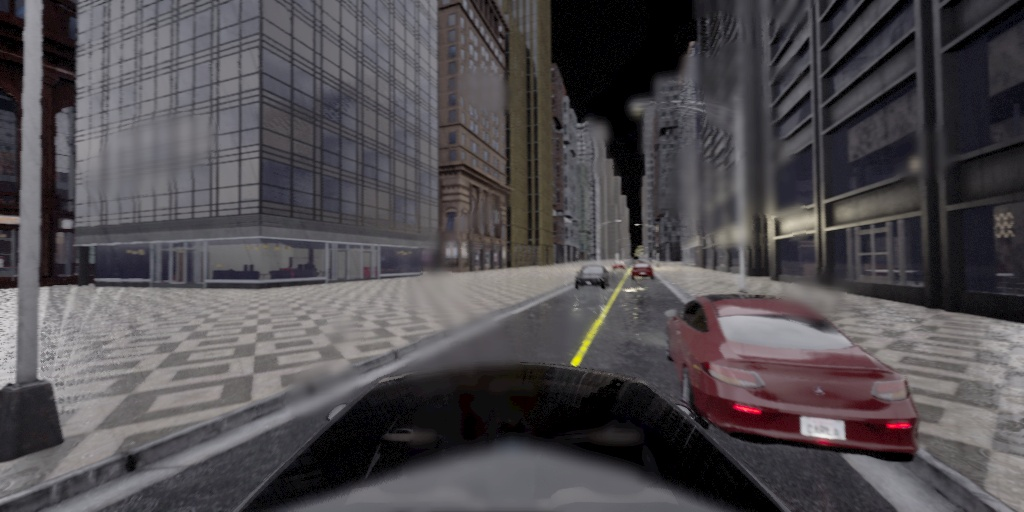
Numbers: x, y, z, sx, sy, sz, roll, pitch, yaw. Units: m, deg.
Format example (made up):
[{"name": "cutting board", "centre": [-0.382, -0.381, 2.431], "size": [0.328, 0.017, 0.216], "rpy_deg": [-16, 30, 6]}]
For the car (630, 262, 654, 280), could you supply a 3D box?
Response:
[{"name": "car", "centre": [12.049, 1.328, 33.219], "size": [1.882, 1.535, 5.008], "rpy_deg": [-1, -1, 19]}]

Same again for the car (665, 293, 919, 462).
[{"name": "car", "centre": [3.307, 1.259, 5.131], "size": [1.812, 1.442, 4.674], "rpy_deg": [-1, -1, 19]}]

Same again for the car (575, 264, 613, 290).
[{"name": "car", "centre": [5.363, 1.339, 23.680], "size": [1.882, 1.535, 5.008], "rpy_deg": [-1, -1, 19]}]

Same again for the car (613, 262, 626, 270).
[{"name": "car", "centre": [16.879, 1.581, 56.487], "size": [1.895, 1.301, 4.718], "rpy_deg": [-1, -1, 19]}]

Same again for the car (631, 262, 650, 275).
[{"name": "car", "centre": [15.350, 1.434, 42.848], "size": [2.033, 1.411, 5.357], "rpy_deg": [-1, 0, 20]}]
